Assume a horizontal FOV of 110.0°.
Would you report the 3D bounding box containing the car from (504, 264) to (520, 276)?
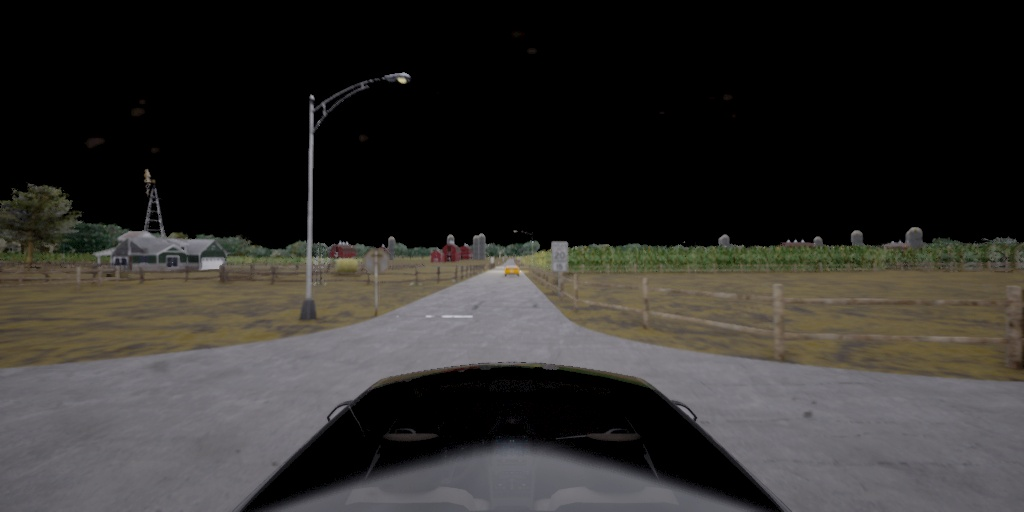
[{"bbox_3d":[-0.008,1.838,47.001,1.882,1.535,5.008,0,-1,0],"label":"car"}]
